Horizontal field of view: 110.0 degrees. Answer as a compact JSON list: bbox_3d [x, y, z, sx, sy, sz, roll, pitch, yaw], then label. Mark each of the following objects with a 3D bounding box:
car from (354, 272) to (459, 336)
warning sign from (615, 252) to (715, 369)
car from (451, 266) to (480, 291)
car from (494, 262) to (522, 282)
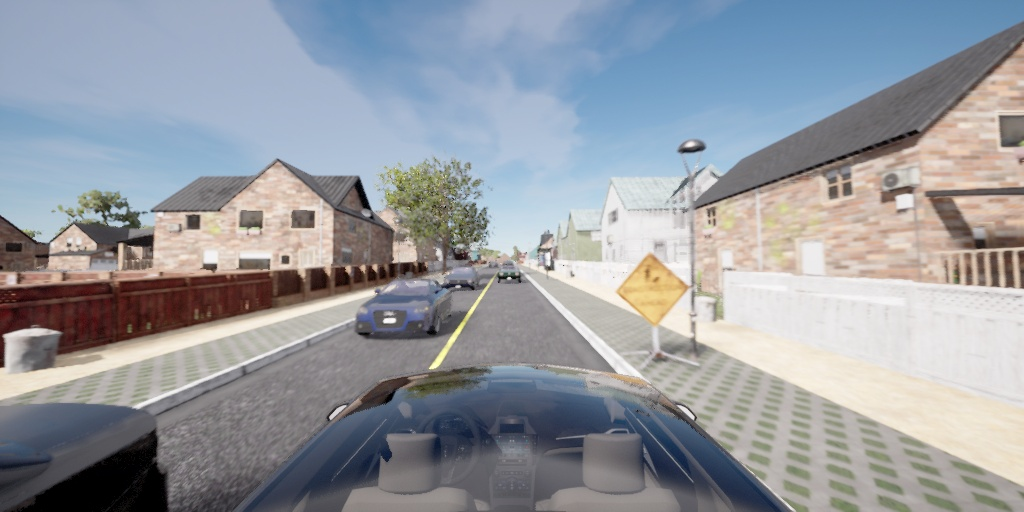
[{"bbox_3d":[-2.937,1.356,10.533,1.994,1.385,4.181,0,0,-1],"label":"car"},{"bbox_3d":[2.489,0.850,6.151,1.300,1.860,1.060,0,0,-1],"label":"warning sign"},{"bbox_3d":[-3.085,1.371,23.070,2.033,1.411,5.357,0,0,-1],"label":"car"},{"bbox_3d":[-0.221,1.421,29.415,1.895,1.301,4.718,0,0,-1],"label":"car"}]
